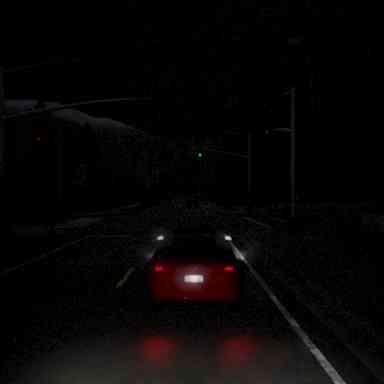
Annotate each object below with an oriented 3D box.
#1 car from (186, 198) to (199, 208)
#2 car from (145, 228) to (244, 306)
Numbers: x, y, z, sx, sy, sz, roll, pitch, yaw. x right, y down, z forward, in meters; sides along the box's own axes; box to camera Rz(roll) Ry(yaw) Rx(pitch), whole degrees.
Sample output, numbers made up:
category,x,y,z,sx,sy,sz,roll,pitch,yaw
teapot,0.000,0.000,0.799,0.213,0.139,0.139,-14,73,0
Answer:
category,x,y,z,sx,sy,sz,roll,pitch,yaw
car,0.047,1.579,49.178,1.812,1.442,4.674,0,0,0
car,0.054,1.573,8.147,1.994,1.385,4.181,0,0,0
